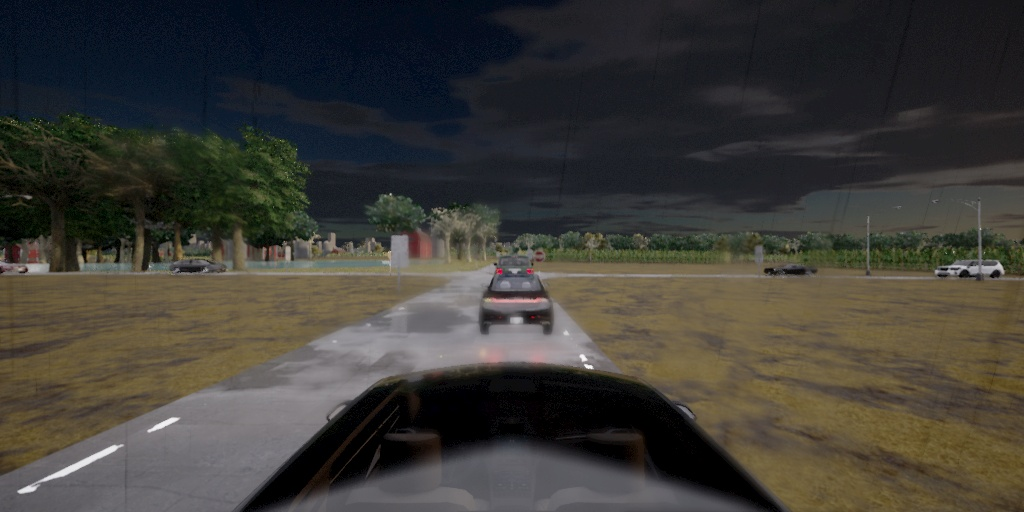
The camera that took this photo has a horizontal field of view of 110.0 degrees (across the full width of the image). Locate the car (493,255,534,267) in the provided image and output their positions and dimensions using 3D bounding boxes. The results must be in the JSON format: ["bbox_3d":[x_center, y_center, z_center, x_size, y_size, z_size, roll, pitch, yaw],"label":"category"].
[{"bbox_3d":[0.105,0.946,20.815,2.150,2.045,5.566,0,0,-1],"label":"car"}]

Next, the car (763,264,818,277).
[{"bbox_3d":[29.959,1.536,38.665,4.718,1.301,1.895,1,-1,0],"label":"car"}]

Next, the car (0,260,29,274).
[{"bbox_3d":[-51.624,1.098,35.934,4.674,1.442,1.812,0,-1,0],"label":"car"}]

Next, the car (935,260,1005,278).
[{"bbox_3d":[49.126,1.431,38.541,5.566,2.045,2.150,1,-1,0],"label":"car"}]

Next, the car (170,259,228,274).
[{"bbox_3d":[-31.210,1.064,35.809,4.892,1.490,1.837,0,-1,0],"label":"car"}]

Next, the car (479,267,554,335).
[{"bbox_3d":[0.114,1.231,10.470,2.128,1.511,4.902,0,0,0],"label":"car"}]
